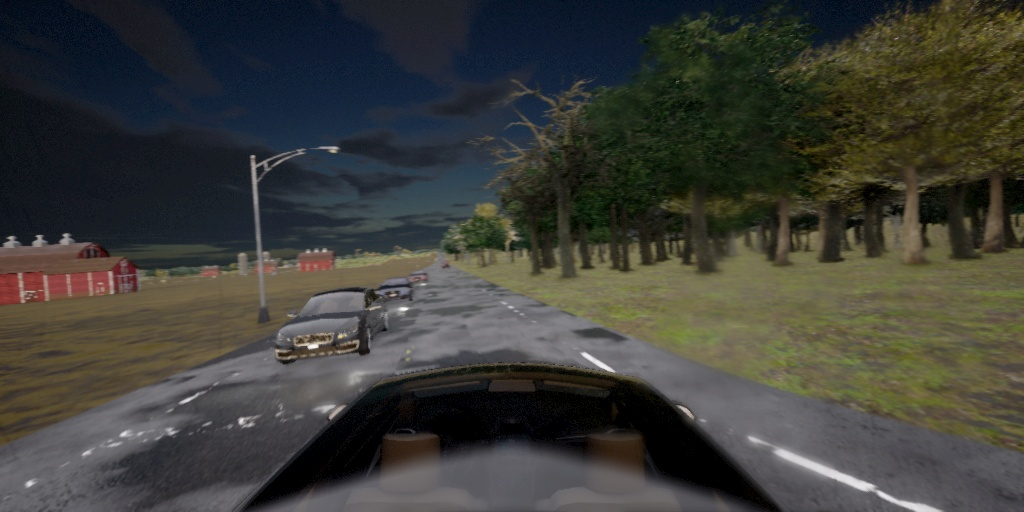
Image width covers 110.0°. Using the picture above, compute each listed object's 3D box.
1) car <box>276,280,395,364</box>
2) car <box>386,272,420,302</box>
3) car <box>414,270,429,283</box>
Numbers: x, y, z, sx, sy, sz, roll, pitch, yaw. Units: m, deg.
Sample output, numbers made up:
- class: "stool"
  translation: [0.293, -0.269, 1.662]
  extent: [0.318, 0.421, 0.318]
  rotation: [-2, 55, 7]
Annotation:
- class: "car"
  translation: [-4.552, 1.654, 9.694]
  extent: [1.837, 1.490, 4.892]
  rotation: [-4, 0, -12]
- class: "car"
  translation: [-6.761, 1.954, 21.118]
  extent: [1.994, 1.385, 4.181]
  rotation: [-4, 0, -11]
- class: "car"
  translation: [-10.281, 2.296, 39.689]
  extent: [1.994, 1.385, 4.181]
  rotation: [-4, 0, -10]
